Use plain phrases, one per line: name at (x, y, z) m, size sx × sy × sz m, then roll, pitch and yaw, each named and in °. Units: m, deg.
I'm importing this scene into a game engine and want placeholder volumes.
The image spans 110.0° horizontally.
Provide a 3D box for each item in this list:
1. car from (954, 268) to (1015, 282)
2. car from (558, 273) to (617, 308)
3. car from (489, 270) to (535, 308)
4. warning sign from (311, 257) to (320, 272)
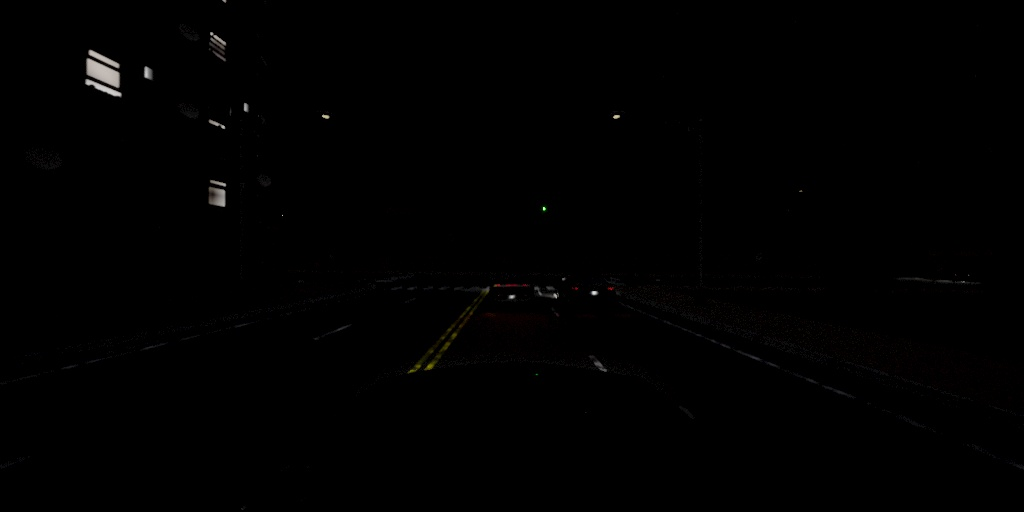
car at (50.552, 2.014, 38.421) m, size 4.892 × 1.490 × 1.837 m, roll 1°, pitch 0°, yaw 2°
car at (3.251, 1.444, 16.135) m, size 1.994 × 1.385 × 4.181 m, roll 0°, pitch 0°, yaw 0°
car at (0.001, 1.372, 16.133) m, size 2.128 × 1.511 × 4.902 m, roll 0°, pitch 0°, yaw 0°
warning sign at (-23.477, 0.966, 43.126) m, size 1.060 × 1.860 × 1.300 m, roll 0°, pitch 0°, yaw 1°
